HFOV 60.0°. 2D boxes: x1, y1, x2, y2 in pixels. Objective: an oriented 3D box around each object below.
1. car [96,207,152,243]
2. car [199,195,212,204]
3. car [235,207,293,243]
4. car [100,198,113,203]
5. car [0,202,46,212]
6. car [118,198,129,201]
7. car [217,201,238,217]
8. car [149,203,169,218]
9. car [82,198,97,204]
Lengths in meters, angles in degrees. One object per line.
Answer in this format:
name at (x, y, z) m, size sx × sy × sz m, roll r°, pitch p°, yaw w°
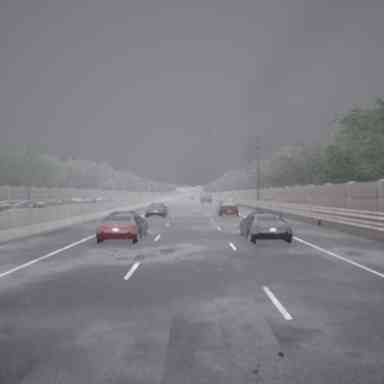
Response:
car at (-3.406, 1.659, 16.813) m, size 1.994 × 1.385 × 4.181 m, roll 0°, pitch 0°, yaw 0°
car at (3.469, 1.733, 78.341) m, size 2.150 × 2.045 × 5.566 m, roll 0°, pitch 0°, yaw 0°
car at (3.594, 1.659, 16.753) m, size 1.994 × 1.385 × 4.181 m, roll 0°, pitch 0°, yaw 0°
car at (-17.528, 1.927, 68.526) m, size 1.837 × 1.490 × 4.892 m, roll 0°, pitch 0°, yaw 0°
car at (-14.107, 1.655, 28.252) m, size 2.128 × 1.511 × 4.902 m, roll 0°, pitch 0°, yaw 0°
car at (-14.028, 1.905, 68.528) m, size 1.882 × 1.535 × 5.008 m, roll 0°, pitch 0°, yaw 0°
car at (3.586, 1.680, 34.090) m, size 1.882 × 1.535 × 5.008 m, roll 0°, pitch 0°, yaw 0°
car at (-3.413, 1.759, 33.060) m, size 1.994 × 1.385 × 4.181 m, roll 0°, pitch 0°, yaw 0°
car at (-21.028, 1.905, 68.525) m, size 1.882 × 1.535 × 5.008 m, roll 0°, pitch 0°, yaw 0°
